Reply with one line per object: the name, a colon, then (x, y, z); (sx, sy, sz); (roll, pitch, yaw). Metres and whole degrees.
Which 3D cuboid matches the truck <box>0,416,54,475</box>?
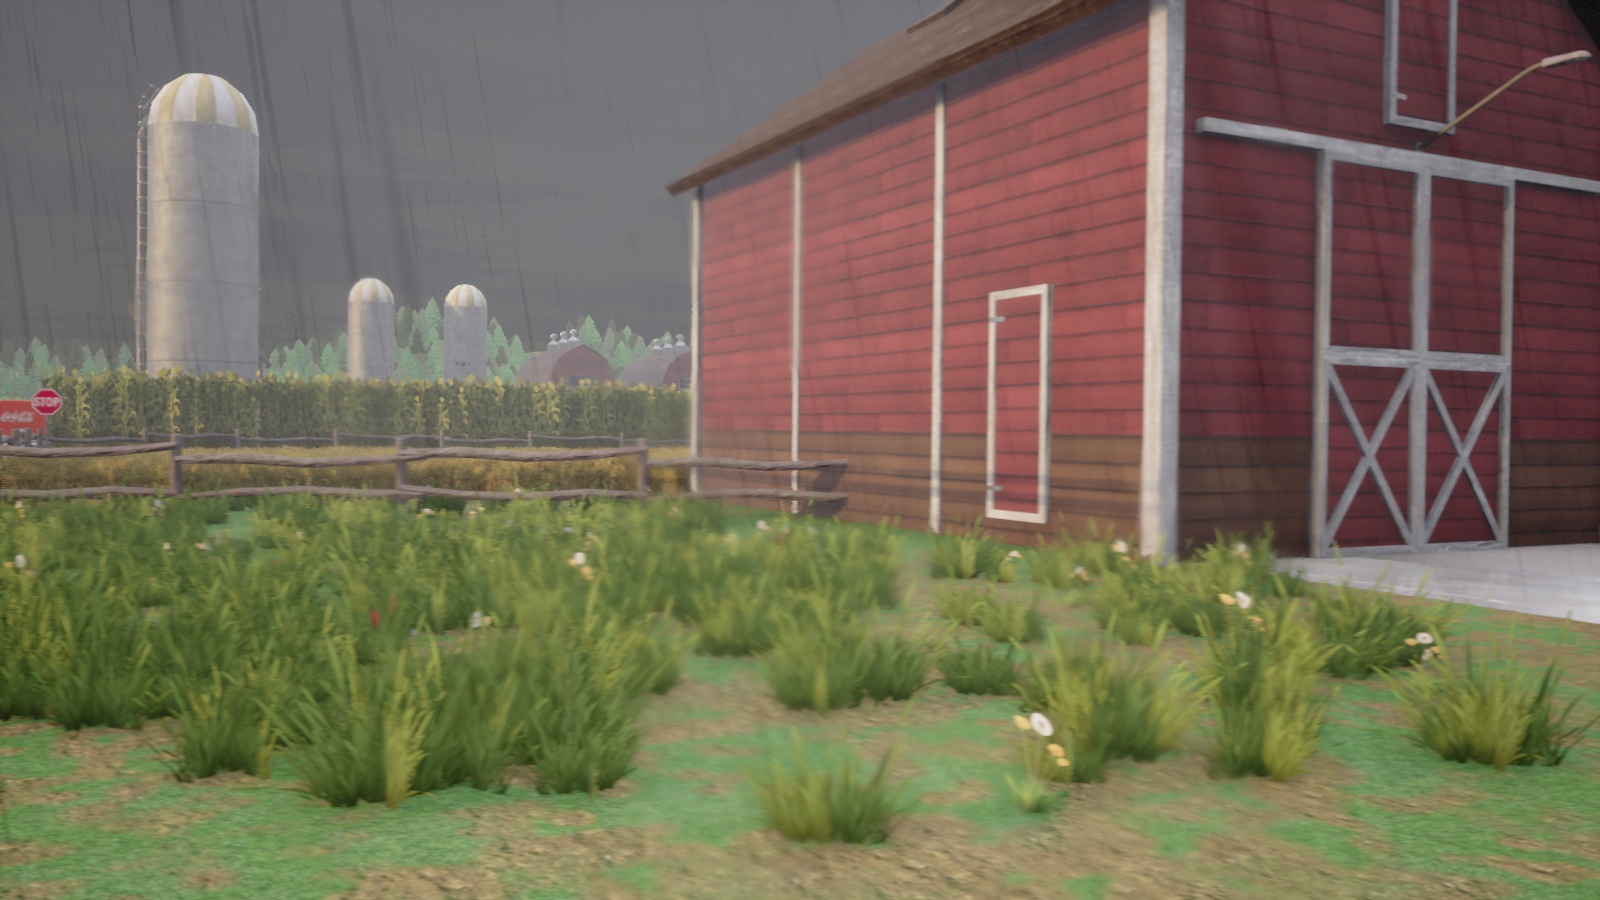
truck: (-34.887, -0.195, 54.928); (5.204, 2.467, 2.627); (0, 1, 45)
